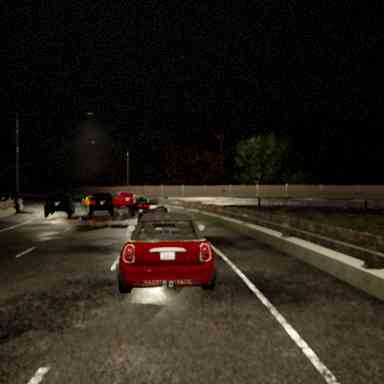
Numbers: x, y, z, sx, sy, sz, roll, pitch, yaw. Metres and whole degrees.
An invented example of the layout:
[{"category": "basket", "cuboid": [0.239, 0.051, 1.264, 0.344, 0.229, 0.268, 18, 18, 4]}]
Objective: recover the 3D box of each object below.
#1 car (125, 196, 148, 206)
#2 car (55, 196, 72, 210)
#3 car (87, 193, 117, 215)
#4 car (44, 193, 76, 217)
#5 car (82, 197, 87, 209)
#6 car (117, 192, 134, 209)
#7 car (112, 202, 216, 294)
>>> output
[{"category": "car", "cuboid": [-4.926, 1.373, 31.349, 1.837, 1.490, 4.892, 0, 0, -16]}, {"category": "car", "cuboid": [-16.453, 1.340, 42.311, 1.837, 1.490, 4.892, 0, 1, -23]}, {"category": "car", "cuboid": [-8.769, 1.090, 32.087, 2.150, 2.045, 5.566, 0, 0, -17]}, {"category": "car", "cuboid": [-11.785, 1.100, 29.898, 2.150, 2.045, 5.566, 0, 0, -15]}, {"category": "car", "cuboid": [-13.200, 1.302, 43.569, 1.882, 1.535, 5.008, 0, 1, -24]}, {"category": "car", "cuboid": [-8.656, 1.049, 41.928, 2.150, 2.045, 5.566, 0, 0, -22]}, {"category": "car", "cuboid": [-0.681, 1.314, 8.930, 2.097, 1.767, 4.553, 0, 0, -5]}]
